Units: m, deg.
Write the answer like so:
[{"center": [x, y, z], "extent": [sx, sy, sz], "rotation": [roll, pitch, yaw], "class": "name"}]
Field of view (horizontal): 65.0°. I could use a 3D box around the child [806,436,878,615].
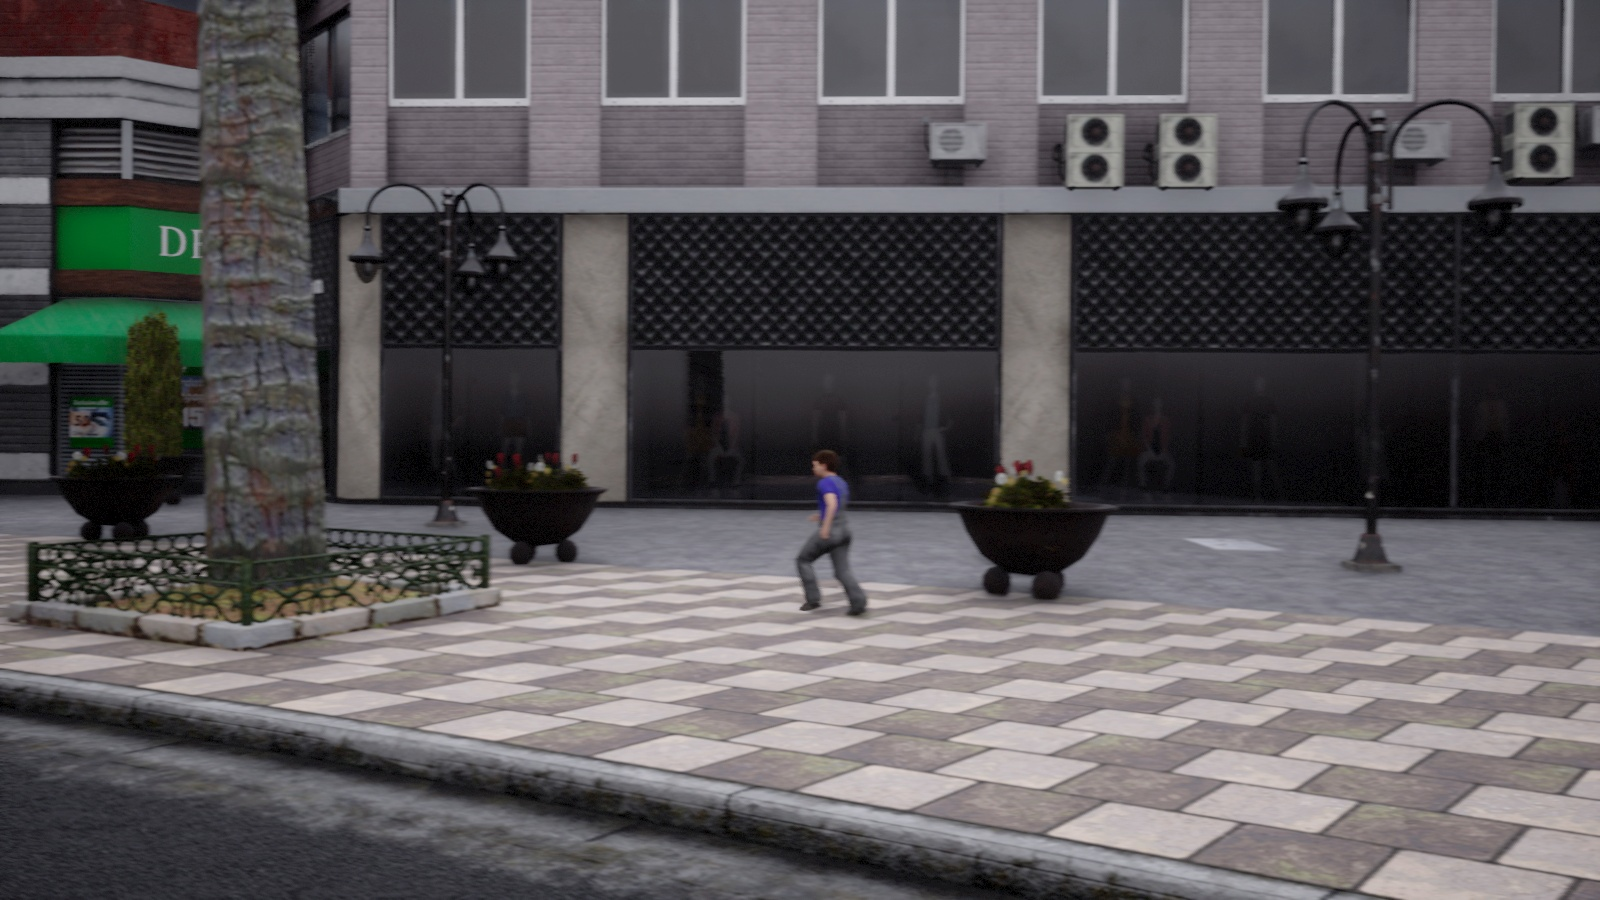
[{"center": [0.304, 0.534, 9.135], "extent": [0.437, 1.263, 0.270], "rotation": [0, 1, 36], "class": "child"}]
